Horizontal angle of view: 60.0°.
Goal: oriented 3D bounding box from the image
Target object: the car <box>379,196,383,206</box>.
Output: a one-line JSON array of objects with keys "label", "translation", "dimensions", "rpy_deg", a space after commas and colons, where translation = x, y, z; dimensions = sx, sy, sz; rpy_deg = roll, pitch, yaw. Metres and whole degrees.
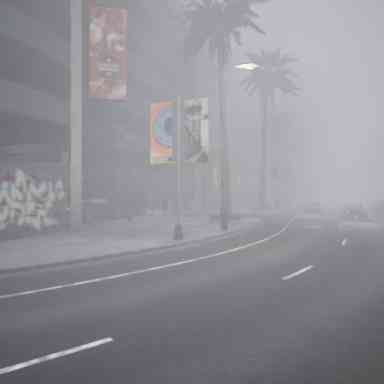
[{"label": "car", "translation": [39.242, 1.788, 66.883], "dimensions": [2.185, 1.767, 4.553], "rpy_deg": [0, 0, 20]}]

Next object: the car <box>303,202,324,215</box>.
[{"label": "car", "translation": [13.420, 1.815, 36.749], "dimensions": [1.994, 1.385, 4.181], "rpy_deg": [0, 0, 20]}]

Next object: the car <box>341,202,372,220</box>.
[{"label": "car", "translation": [14.755, 1.803, 30.309], "dimensions": [1.895, 1.301, 4.718], "rpy_deg": [0, 0, 20]}]

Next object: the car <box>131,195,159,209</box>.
[{"label": "car", "translation": [-6.343, 1.367, 44.492], "dimensions": [2.435, 2.045, 5.566], "rpy_deg": [0, 0, 20]}]

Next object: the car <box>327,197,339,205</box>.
[{"label": "car", "translation": [29.287, 1.879, 69.086], "dimensions": [1.837, 1.490, 4.892], "rpy_deg": [0, 0, 20]}]

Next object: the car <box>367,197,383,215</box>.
[{"label": "car", "translation": [20.887, 1.588, 36.216], "dimensions": [2.097, 1.767, 4.553], "rpy_deg": [0, 0, 21]}]
